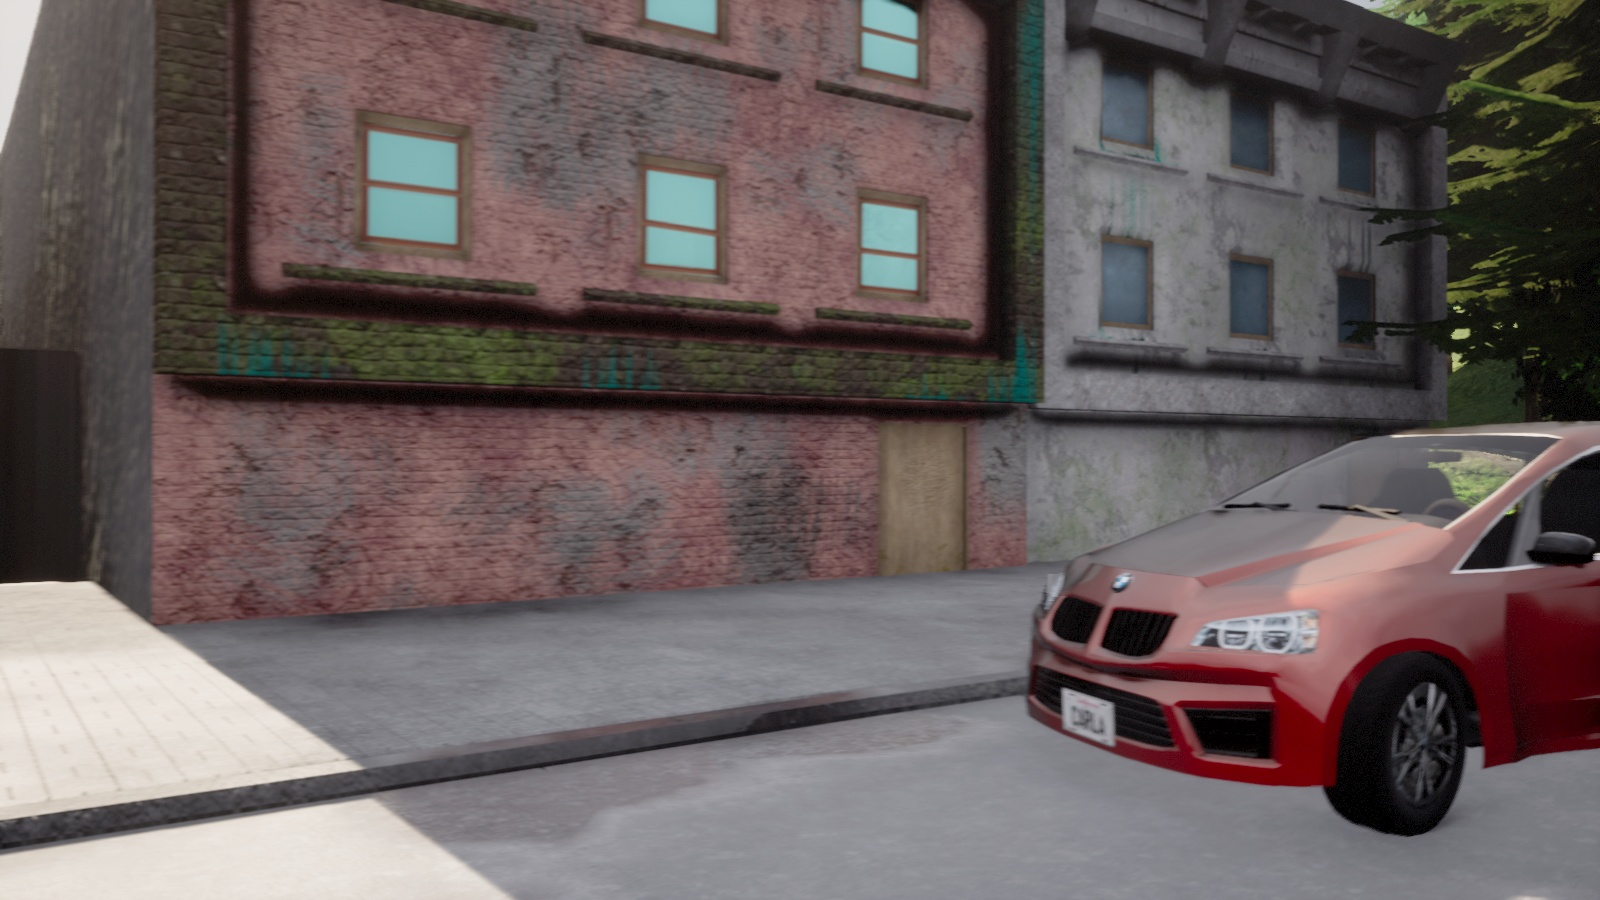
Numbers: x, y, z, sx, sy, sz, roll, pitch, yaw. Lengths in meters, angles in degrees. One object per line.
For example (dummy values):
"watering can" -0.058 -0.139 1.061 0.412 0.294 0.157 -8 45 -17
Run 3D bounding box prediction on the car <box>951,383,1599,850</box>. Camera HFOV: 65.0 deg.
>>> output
"car" 3.349 0.599 6.359 4.611 1.667 2.242 0 0 -21
